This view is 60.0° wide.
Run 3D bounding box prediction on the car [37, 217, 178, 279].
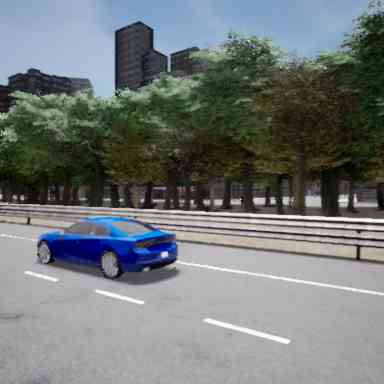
[{"bbox_3d":[-2.729,1.497,10.118,5.008,1.535,1.882,0,0,36],"label":"car"}]
